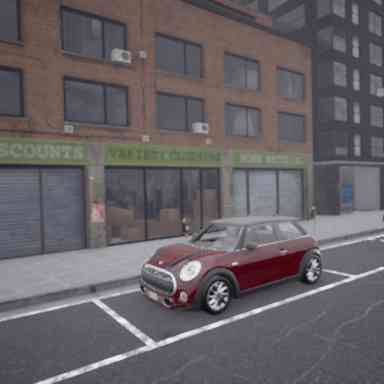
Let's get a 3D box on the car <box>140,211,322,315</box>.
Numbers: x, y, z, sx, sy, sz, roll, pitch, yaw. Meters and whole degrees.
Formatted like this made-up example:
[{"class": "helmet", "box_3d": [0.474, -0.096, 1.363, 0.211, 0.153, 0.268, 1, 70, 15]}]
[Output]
[{"class": "car", "box_3d": [0.916, 1.293, 7.181, 4.097, 1.590, 1.967, -2, 1, -35]}]
